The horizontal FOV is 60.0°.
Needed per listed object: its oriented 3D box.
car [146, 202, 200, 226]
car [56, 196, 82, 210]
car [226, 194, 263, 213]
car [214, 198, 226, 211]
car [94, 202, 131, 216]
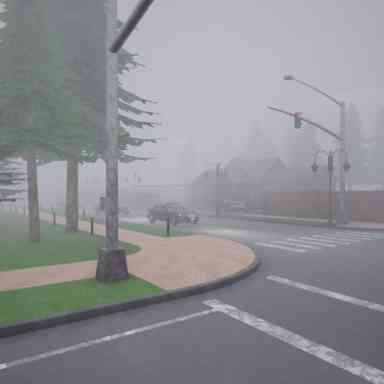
[{"bbox_3d":[-1.428,1.477,23.361,2.128,1.511,4.902,0,0,-37],"label":"car"},{"bbox_3d":[-15.607,1.339,42.175,2.097,1.767,4.553,0,0,-38],"label":"car"},{"bbox_3d":[6.202,1.160,34.767,4.605,1.855,1.932,0,0,-37],"label":"car"},{"bbox_3d":[4.382,1.161,36.545,3.866,1.878,1.905,0,0,-37],"label":"car"},{"bbox_3d":[-7.610,1.587,31.632,1.895,1.301,4.718,0,0,-37],"label":"car"}]
